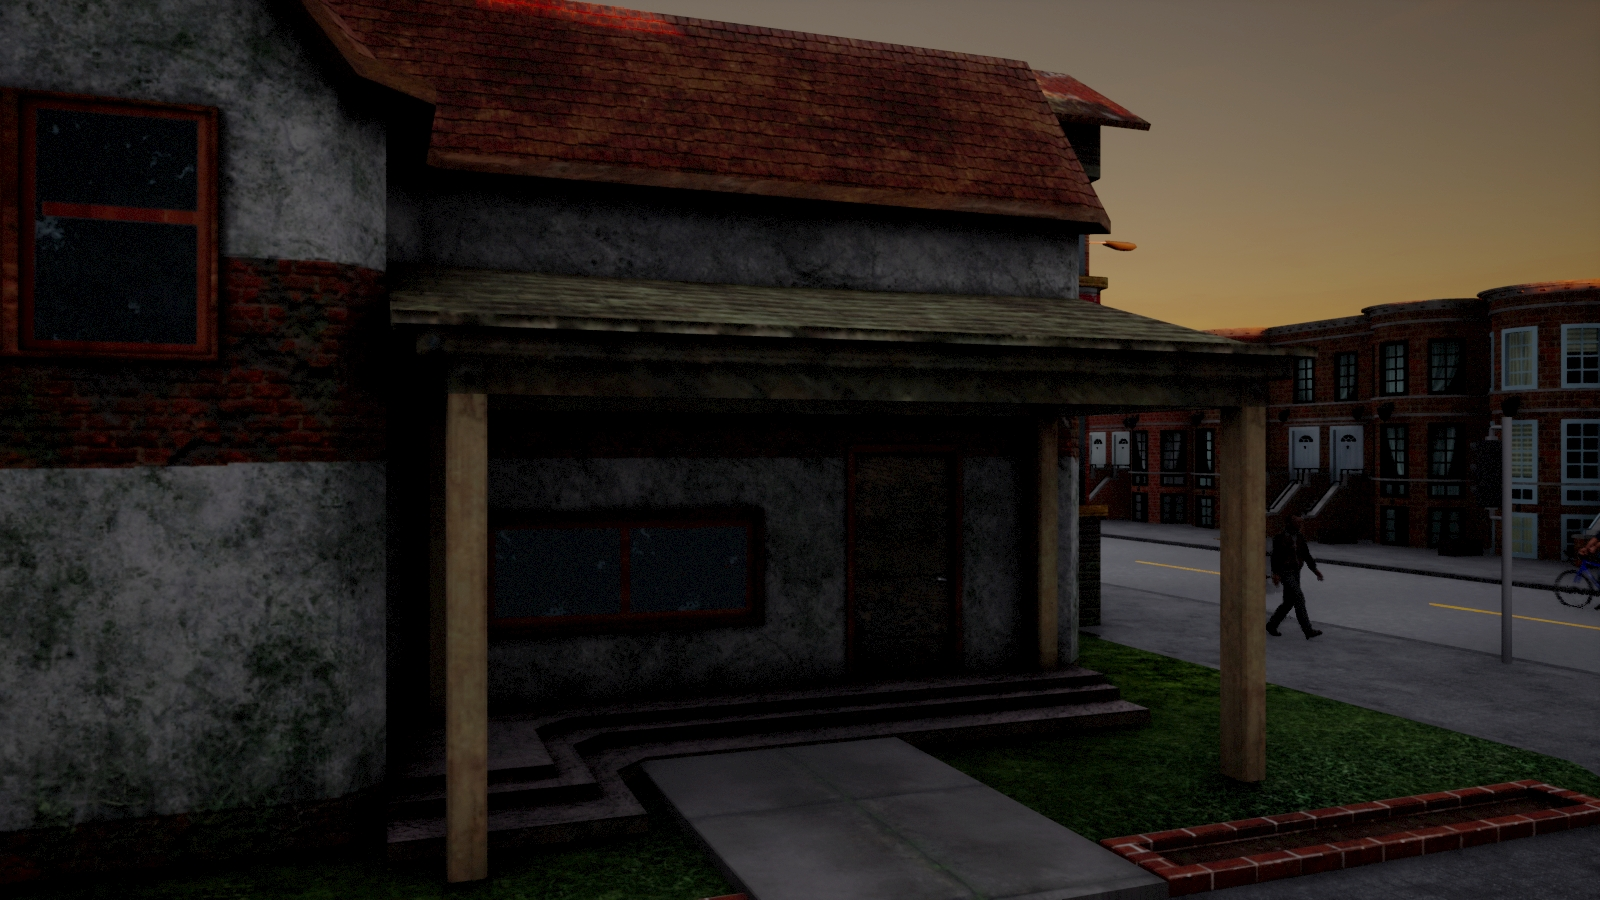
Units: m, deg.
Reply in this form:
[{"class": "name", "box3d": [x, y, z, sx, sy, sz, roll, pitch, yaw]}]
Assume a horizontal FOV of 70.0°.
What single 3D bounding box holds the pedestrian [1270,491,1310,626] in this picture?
[{"class": "pedestrian", "box3d": [6.937, 1.524, 16.178, 0.375, 1.860, 0.375, 0, 0, -23]}]
